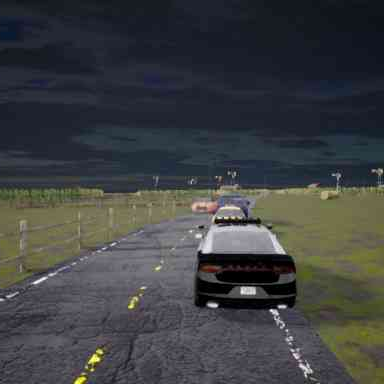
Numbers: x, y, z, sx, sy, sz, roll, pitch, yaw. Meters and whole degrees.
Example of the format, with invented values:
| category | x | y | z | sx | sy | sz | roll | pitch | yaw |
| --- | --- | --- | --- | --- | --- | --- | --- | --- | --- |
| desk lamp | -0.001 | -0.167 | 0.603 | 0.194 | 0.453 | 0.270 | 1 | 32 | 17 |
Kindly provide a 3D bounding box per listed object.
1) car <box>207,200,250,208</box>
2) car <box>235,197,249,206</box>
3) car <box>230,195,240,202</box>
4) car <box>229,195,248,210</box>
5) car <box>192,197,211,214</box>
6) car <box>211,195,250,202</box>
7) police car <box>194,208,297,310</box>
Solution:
| category | x | y | z | sx | sy | sz | roll | pitch | yaw |
| --- | --- | --- | --- | --- | --- | --- | --- | --- | --- |
| car | 2.048 | 1.443 | 17.952 | 1.801 | 1.575 | 5.366 | 0 | 0 | 7 |
| car | 8.118 | 1.506 | 53.628 | 1.994 | 1.385 | 4.181 | 0 | 0 | 12 |
| car | 9.738 | 1.438 | 74.837 | 1.812 | 1.442 | 4.674 | 0 | 0 | 12 |
| car | 6.190 | 1.308 | 43.886 | 2.097 | 1.767 | 4.553 | 0 | 0 | 12 |
| car | 1.356 | 1.322 | 34.643 | 2.097 | 1.767 | 4.553 | 0 | 0 | 12 |
| car | 2.915 | 1.206 | 23.636 | 2.150 | 2.045 | 5.566 | 0 | 0 | 10 |
| police car | 1.087 | 1.423 | 8.071 | 1.930 | 1.638 | 5.238 | 0 | 0 | 4 |
